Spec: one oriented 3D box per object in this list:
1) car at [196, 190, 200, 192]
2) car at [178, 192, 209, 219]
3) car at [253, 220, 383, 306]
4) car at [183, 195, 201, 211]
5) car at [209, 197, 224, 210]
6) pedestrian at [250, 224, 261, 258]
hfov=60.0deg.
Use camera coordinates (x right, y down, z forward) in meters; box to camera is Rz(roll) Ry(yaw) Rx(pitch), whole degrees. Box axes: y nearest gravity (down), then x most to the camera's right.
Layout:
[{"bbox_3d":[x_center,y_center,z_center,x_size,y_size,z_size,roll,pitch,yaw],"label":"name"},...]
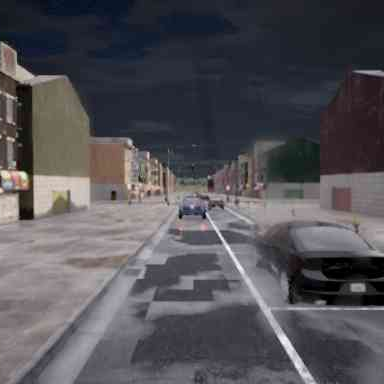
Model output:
[{"bbox_3d":[2.578,0.818,91.363,1.887,1.381,4.507,-1,0,0],"label":"car"},{"bbox_3d":[0.034,1.125,26.614,2.097,1.767,4.553,0,0,0],"label":"car"},{"bbox_3d":[2.745,1.407,7.978,1.882,1.535,5.008,0,0,0],"label":"car"},{"bbox_3d":[0.000,1.171,36.490,1.882,1.535,5.008,0,0,1],"label":"car"},{"bbox_3d":[2.604,1.242,36.789,2.008,1.369,4.403,-1,0,0],"label":"car"},{"bbox_3d":[2.177,1.579,10.874,0.500,1.100,0.500,-1,2,-10],"label":"pedestrian"}]
